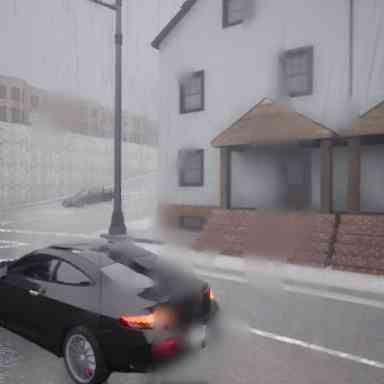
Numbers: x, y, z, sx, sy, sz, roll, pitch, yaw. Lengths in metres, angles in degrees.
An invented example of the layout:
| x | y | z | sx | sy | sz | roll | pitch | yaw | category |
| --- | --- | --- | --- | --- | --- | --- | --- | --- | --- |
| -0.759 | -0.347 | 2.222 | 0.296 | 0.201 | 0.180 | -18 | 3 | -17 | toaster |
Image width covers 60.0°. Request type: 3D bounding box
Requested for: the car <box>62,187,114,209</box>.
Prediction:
| x | y | z | sx | sy | sz | roll | pitch | yaw | category |
| --- | --- | --- | --- | --- | --- | --- | --- | --- | --- |
| -8.661 | 0.417 | 27.992 | 1.812 | 1.442 | 4.674 | 1 | 9 | 35 | car |

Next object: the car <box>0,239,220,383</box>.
| x | y | z | sx | sy | sz | roll | pitch | yaw | category |
| --- | --- | --- | --- | --- | --- | --- | --- | --- | --- |
| -1.786 | 1.486 | 5.225 | 4.674 | 1.442 | 1.812 | 1 | 0 | 36 | car |
